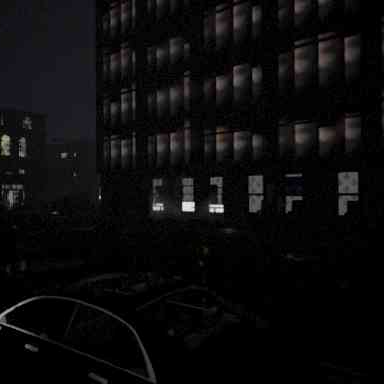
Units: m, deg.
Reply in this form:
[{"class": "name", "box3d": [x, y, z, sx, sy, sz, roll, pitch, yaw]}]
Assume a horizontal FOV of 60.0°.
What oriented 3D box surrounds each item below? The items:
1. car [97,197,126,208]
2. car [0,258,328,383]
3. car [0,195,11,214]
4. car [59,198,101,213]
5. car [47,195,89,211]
[{"class": "car", "box3d": [-12.374, 1.636, 51.150, 1.967, 1.590, 4.097, -1, -1, 36]}, {"class": "car", "box3d": [-0.922, 1.551, 3.535, 4.403, 1.369, 2.008, 0, 0, 35]}, {"class": "car", "box3d": [-21.656, 1.308, 34.148, 2.150, 2.045, 5.566, 0, -1, 36]}, {"class": "car", "box3d": [-12.150, 1.678, 37.244, 1.802, 1.307, 4.206, -1, -1, 36]}, {"class": "car", "box3d": [-15.540, 1.359, 42.450, 2.150, 2.045, 5.566, 0, -1, 37]}]
